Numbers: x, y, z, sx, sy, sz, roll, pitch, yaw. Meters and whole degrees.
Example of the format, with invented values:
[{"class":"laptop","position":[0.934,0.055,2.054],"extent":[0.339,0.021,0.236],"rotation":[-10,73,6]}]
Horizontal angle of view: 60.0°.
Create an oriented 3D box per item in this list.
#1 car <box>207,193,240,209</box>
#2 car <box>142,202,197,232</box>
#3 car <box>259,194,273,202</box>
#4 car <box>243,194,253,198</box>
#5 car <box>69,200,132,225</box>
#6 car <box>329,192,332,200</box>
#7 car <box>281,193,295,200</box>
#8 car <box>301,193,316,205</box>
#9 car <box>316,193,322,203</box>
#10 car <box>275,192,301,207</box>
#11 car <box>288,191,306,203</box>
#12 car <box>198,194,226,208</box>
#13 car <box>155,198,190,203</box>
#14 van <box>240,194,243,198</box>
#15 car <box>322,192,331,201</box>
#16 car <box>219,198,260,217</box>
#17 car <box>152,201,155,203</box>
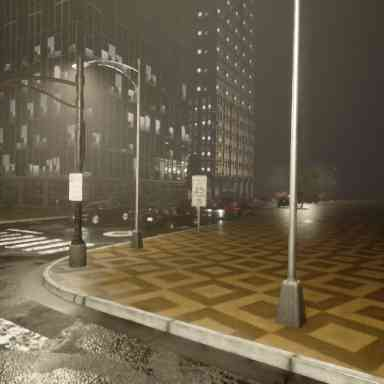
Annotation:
[{"class":"car","position":[3.802,1.269,40.589],"extent":[1.812,1.442,4.674],"rotation":[1,1,31]},{"class":"car","position":[-1.292,1.545,20.275],"extent":[1.947,1.339,4.313],"rotation":[2,1,30]},{"class":"car","position":[14.075,1.089,63.453],"extent":[1.887,1.381,4.507],"rotation":[2,1,30]},{"class":"car","position":[8.401,1.050,53.669],"extent":[1.967,1.590,4.097],"rotation":[2,1,30]},{"class":"car","position":[-6.276,1.364,23.231],"extent":[1.837,1.490,4.892],"rotation":[1,1,30]},{"class":"car","position":[29.909,0.932,74.035],"extent":[2.192,1.841,5.009],"rotation":[2,1,30]},{"class":"car","position":[22.589,0.996,78.127],"extent":[2.008,1.369,4.403],"rotation":[2,1,30]},{"class":"car","position":[18.646,1.273,54.635],"extent":[1.752,1.417,4.829],"rotation":[2,1,30]},{"class":"car","position":[21.398,1.155,59.374],"extent":[1.967,1.590,4.097],"rotation":[2,1,30]},{"class":"car","position":[12.890,1.254,44.711],"extent":[1.967,1.590,4.097],"rotation":[2,1,30]},{"class":"car","position":[19.359,0.882,60.987],"extent":[2.150,2.045,5.566],"rotation":[1,1,28]},{"class":"car","position":[2.725,1.116,43.887],"extent":[1.967,1.590,4.097],"rotation":[2,1,30]},{"class":"car","position":[-1.290,1.366,31.834],"extent":[1.994,1.385,4.181],"rotation":[1,1,30]},{"class":"van","position":[5.565,0.984,48.776],"extent":[1.690,1.788,3.998],"rotation":[2,1,30]},{"class":"car","position":[27.068,1.231,69.152],"extent":[1.802,1.307,4.206],"rotation":[2,1,30]},{"class":"car","position":[4.380,1.495,30.050],"extent":[1.802,1.307,4.206],"rotation":[2,1,30]},{"class":"car","position":[-2.953,1.308,34.106],"extent":[1.947,1.339,4.313],"rotation":[2,1,30]}]
